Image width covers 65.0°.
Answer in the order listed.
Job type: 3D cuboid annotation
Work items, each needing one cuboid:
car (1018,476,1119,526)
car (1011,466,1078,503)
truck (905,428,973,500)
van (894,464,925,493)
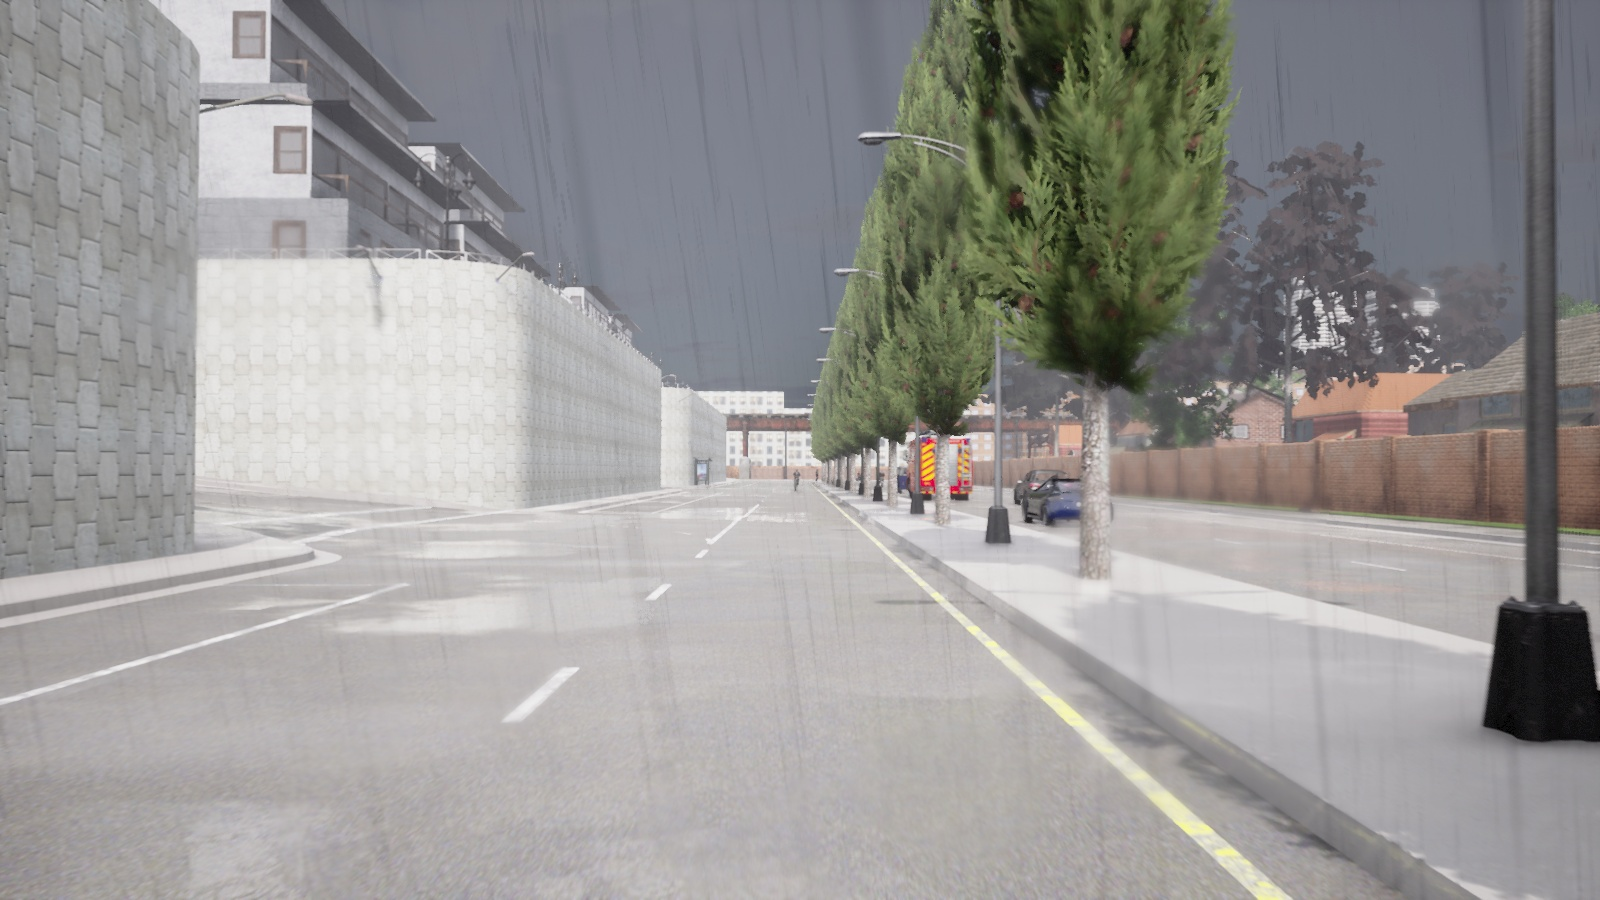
[{"bbox_3d":[7.928,1.474,37.470,1.994,1.385,4.181,0,-1,-2],"label":"car"},{"bbox_3d":[11.357,1.596,58.661,2.242,1.667,4.611,0,-1,0],"label":"car"},{"bbox_3d":[7.822,0.818,71.633,2.891,3.827,8.468,0,-1,0],"label":"truck"},{"bbox_3d":[7.782,2.037,89.663,1.775,1.987,4.442,0,-1,0],"label":"van"}]
